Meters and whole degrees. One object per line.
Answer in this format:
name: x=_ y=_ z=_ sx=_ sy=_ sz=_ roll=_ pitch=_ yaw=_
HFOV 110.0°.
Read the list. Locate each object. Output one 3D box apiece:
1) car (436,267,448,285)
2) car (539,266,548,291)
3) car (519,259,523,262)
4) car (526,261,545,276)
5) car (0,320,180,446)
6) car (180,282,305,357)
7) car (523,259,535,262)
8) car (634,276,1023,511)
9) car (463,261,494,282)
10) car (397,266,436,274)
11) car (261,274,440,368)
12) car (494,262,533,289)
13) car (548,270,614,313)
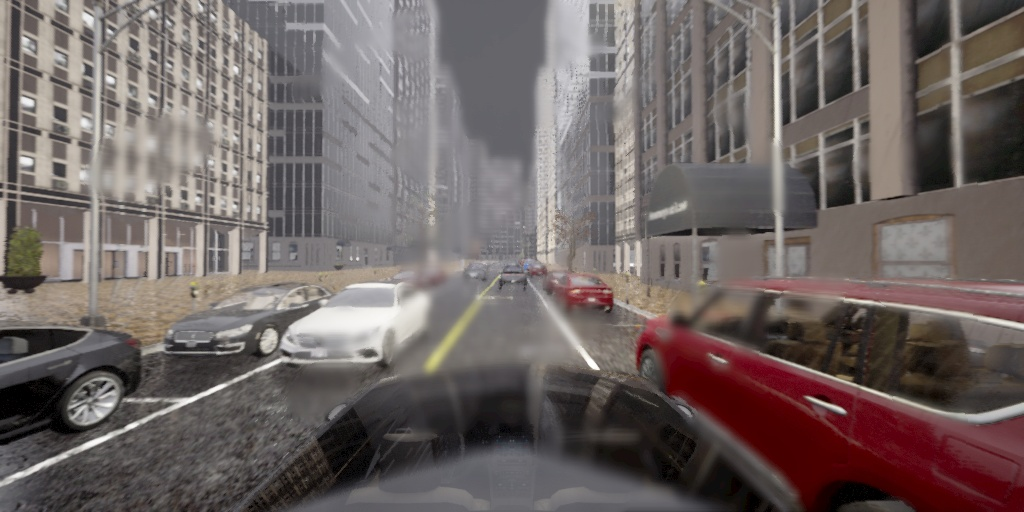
car: x=-5.685 y=1.439 z=25.471 sx=1.888 sy=1.381 sz=4.507 roll=0 pitch=0 yaw=0
car: x=2.695 y=1.441 z=19.865 sx=1.802 sy=1.307 sz=4.207 roll=0 pitch=0 yaw=0
car: x=0.103 y=1.497 z=47.309 sx=1.882 sy=1.535 sz=5.008 roll=0 pitch=0 yaw=0
car: x=2.696 y=1.503 z=36.790 sx=1.888 sy=1.381 sz=4.507 roll=0 pitch=0 yaw=0
car: x=-5.687 y=1.325 z=2.900 sx=1.948 sy=1.339 sz=4.313 roll=0 pitch=0 yaw=0
car: x=-5.687 y=1.344 z=8.543 sx=2.007 sy=1.370 sz=4.403 roll=0 pitch=0 yaw=0
car: x=2.697 y=1.430 z=42.432 sx=1.967 sy=1.591 sz=4.097 roll=0 pitch=0 yaw=0
car: x=2.693 y=1.072 z=2.942 sx=2.192 sy=1.841 sz=5.009 roll=0 pitch=0 yaw=0
car: x=-3.032 y=1.419 z=31.162 sx=2.128 sy=1.511 sz=4.902 roll=0 pitch=0 yaw=1
car: x=-5.686 y=1.443 z=19.828 sx=1.802 sy=1.307 sz=4.207 roll=0 pitch=0 yaw=0
car: x=-3.086 y=1.316 z=8.114 sx=1.812 sy=1.442 sz=4.674 roll=0 pitch=0 yaw=0
car: x=0.084 y=1.381 z=24.649 sx=2.128 sy=1.511 sz=4.902 roll=0 pitch=0 yaw=0
car: x=2.695 y=1.370 z=14.224 sx=1.888 sy=1.381 sz=4.507 roll=0 pitch=0 yaw=0
